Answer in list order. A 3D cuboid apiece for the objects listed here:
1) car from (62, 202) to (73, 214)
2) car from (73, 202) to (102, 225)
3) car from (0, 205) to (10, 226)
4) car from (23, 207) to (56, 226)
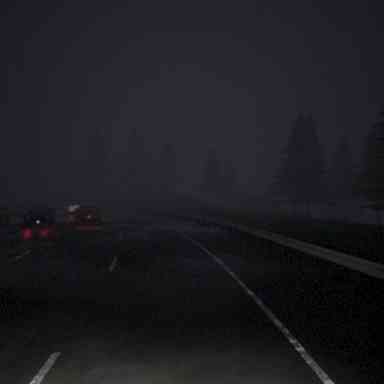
[{"bbox_3d":[-14.155,1.879,39.897,1.812,1.442,4.674,0,0,-28],"label":"car"},{"bbox_3d":[-8.317,1.713,26.647,1.882,1.535,5.008,0,-1,-19],"label":"car"},{"bbox_3d":[-15.222,1.707,25.309,1.882,1.535,5.008,0,0,-19],"label":"car"},{"bbox_3d":[-11.556,1.828,25.478,1.895,1.301,4.718,0,-1,-19],"label":"car"}]
